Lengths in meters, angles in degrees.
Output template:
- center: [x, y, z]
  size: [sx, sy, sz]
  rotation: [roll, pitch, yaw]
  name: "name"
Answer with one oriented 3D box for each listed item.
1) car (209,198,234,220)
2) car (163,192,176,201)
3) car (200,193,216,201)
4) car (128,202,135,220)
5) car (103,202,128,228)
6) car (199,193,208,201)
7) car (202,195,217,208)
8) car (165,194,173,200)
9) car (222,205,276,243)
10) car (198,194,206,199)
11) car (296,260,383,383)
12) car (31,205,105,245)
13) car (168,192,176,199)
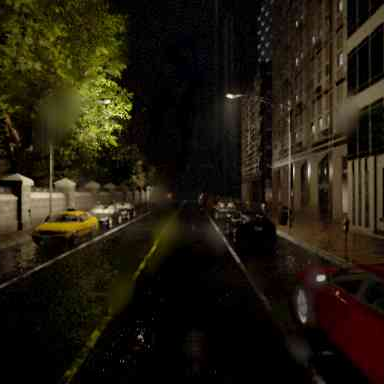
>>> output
- center: [2.697, 1.481, 26.917]
  size: [2.008, 1.369, 4.403]
  rotation: [0, 0, 0]
  name: "car"
- center: [-5.677, 1.047, 78.089]
  size: [2.192, 1.841, 5.009]
  rotation: [1, 0, 0]
  name: "car"
- center: [2.701, 1.169, 49.641]
  size: [2.192, 1.841, 5.009]
  rotation: [0, 0, 0]
  name: "car"
- center: [-5.684, 1.481, 26.945]
  size: [2.008, 1.369, 4.403]
  rotation: [0, 0, 0]
  name: "car"
- center: [-5.684, 1.497, 21.261]
  size: [2.008, 1.369, 4.403]
  rotation: [0, 0, 0]
  name: "car"
- center: [2.702, 1.172, 78.047]
  size: [1.967, 1.590, 4.097]
  rotation: [1, 0, 0]
  name: "car"
- center: [2.698, 1.457, 43.959]
  size: [1.802, 1.307, 4.206]
  rotation: [0, 0, 0]
  name: "car"
- center: [-5.679, 1.230, 83.601]
  size: [1.752, 1.417, 4.829]
  rotation: [1, 0, 0]
  name: "car"
- center: [2.696, 1.528, 15.554]
  size: [1.947, 1.339, 4.313]
  rotation: [0, 0, 0]
  name: "car"
- center: [2.702, 1.242, 89.408]
  size: [1.947, 1.339, 4.313]
  rotation: [1, 0, 0]
  name: "car"
- center: [2.695, 1.535, 4.191]
  size: [1.887, 1.381, 4.507]
  rotation: [0, 0, 0]
  name: "car"
- center: [-5.684, 1.488, 15.408]
  size: [1.752, 1.417, 4.829]
  rotation: [0, 0, 0]
  name: "car"
- center: [-5.675, 0.961, 95.136]
  size: [2.192, 1.841, 5.009]
  rotation: [1, 0, 0]
  name: "car"
